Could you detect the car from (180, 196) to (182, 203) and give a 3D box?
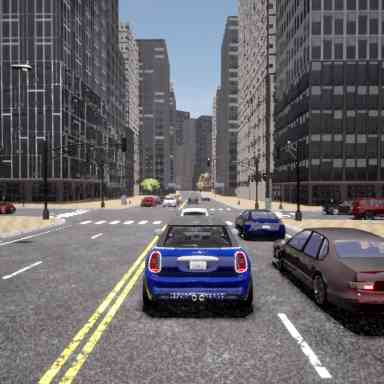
[{"bbox_3d":[-3.230,1.501,59.493,2.033,1.411,5.357,0,0,0],"label":"car"}]

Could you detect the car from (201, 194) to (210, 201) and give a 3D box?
[{"bbox_3d":[3.380,1.514,80.062,1.895,1.301,4.718,0,0,0],"label":"car"}]

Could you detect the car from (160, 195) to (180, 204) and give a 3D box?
[{"bbox_3d":[-3.261,1.490,49.802,1.812,1.442,4.674,0,0,0],"label":"car"}]

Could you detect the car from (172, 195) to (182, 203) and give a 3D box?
[{"bbox_3d":[-3.138,1.418,69.709,1.882,1.535,5.008,0,0,0],"label":"car"}]

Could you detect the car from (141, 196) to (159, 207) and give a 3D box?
[{"bbox_3d":[-6.510,1.442,50.051,1.882,1.535,5.008,0,0,0],"label":"car"}]

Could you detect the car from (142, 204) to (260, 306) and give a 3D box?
[{"bbox_3d":[0.113,1.348,8.158,2.097,1.767,4.553,0,0,0],"label":"car"}]

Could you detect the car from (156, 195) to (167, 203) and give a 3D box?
[{"bbox_3d":[-6.387,1.418,70.348,1.882,1.535,5.008,0,0,0],"label":"car"}]

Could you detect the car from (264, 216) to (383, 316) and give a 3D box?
[{"bbox_3d":[3.362,1.544,7.817,2.033,1.411,5.357,0,0,0],"label":"car"}]

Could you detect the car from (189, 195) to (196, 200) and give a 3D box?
[{"bbox_3d":[0.146,1.450,90.042,2.033,1.411,5.357,0,0,0],"label":"car"}]

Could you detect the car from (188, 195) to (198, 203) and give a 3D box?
[{"bbox_3d":[0.202,1.441,63.467,2.128,1.511,4.902,0,0,0],"label":"car"}]

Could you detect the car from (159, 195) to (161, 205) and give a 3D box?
[{"bbox_3d":[-6.479,1.500,59.978,2.033,1.411,5.357,0,0,0],"label":"car"}]

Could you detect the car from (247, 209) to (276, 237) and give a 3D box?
[{"bbox_3d":[3.376,1.555,17.057,1.994,1.385,4.181,0,0,0],"label":"car"}]

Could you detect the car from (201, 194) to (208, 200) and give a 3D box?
[{"bbox_3d":[3.396,1.267,90.034,1.812,1.442,4.674,0,0,0],"label":"car"}]

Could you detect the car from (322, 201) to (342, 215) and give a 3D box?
[{"bbox_3d":[16.065,1.614,34.604,4.892,1.490,1.837,0,1,0],"label":"car"}]

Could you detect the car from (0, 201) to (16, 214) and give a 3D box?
[{"bbox_3d":[-19.341,1.408,32.038,4.181,1.385,1.994,1,1,1],"label":"car"}]

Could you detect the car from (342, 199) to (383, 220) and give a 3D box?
[{"bbox_3d":[16.248,1.519,28.807,5.009,1.841,2.192,1,0,1],"label":"car"}]

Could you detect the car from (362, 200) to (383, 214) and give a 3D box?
[{"bbox_3d":[21.870,1.643,37.084,4.829,1.417,1.752,1,0,1],"label":"car"}]
